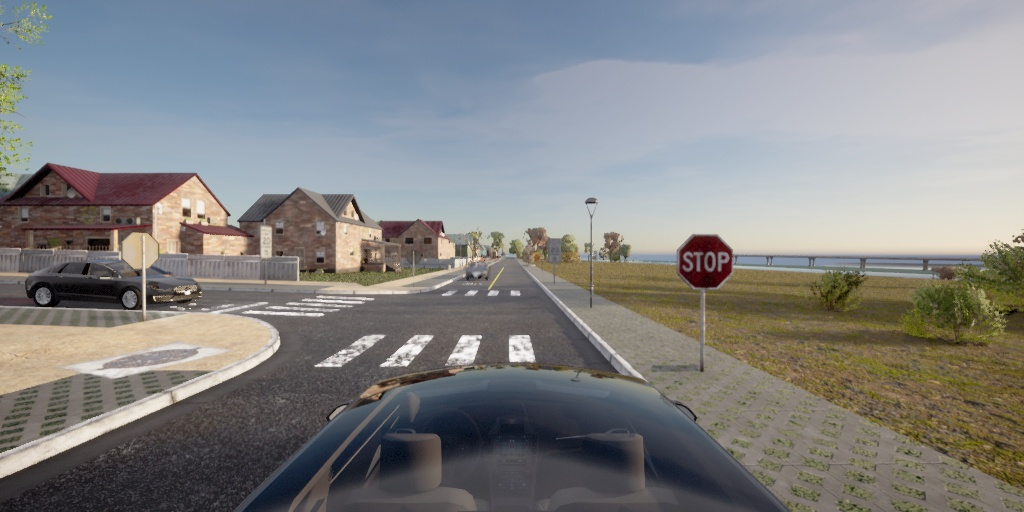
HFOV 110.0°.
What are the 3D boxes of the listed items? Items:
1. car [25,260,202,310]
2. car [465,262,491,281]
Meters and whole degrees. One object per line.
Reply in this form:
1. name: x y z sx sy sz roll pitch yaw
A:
1. car: -13.165 0.900 12.002 4.892 1.490 1.837 2 0 3
2. car: -2.763 1.242 30.063 2.128 1.511 4.902 0 0 0
